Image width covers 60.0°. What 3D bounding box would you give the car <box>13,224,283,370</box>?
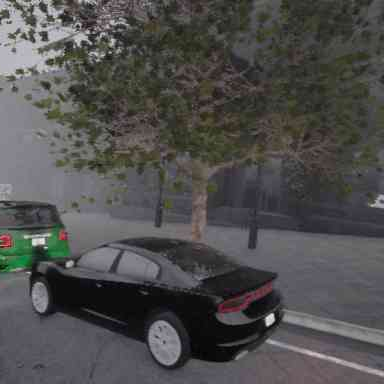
[{"bbox_3d":[-0.952,1.532,5.895,5.008,1.535,1.882,0,-1,37],"label":"car"}]

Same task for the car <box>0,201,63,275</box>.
[{"bbox_3d":[-5.798,1.270,9.519,5.566,2.045,2.150,0,-1,37],"label":"car"}]
